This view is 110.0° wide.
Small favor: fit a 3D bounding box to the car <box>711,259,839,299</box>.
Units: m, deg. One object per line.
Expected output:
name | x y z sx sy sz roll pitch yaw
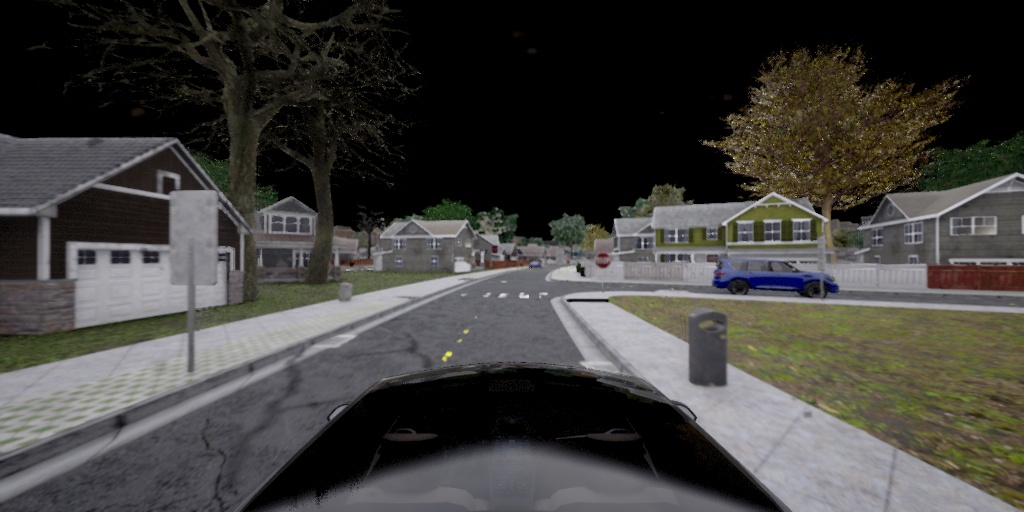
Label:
car | 14.069 1.181 19.585 5.566 2.045 2.150 0 0 26
